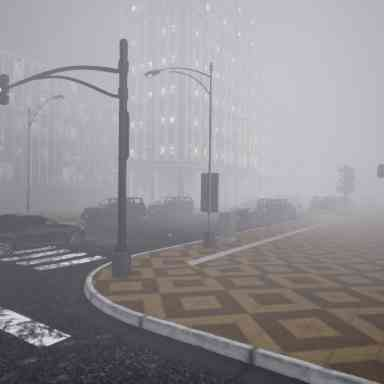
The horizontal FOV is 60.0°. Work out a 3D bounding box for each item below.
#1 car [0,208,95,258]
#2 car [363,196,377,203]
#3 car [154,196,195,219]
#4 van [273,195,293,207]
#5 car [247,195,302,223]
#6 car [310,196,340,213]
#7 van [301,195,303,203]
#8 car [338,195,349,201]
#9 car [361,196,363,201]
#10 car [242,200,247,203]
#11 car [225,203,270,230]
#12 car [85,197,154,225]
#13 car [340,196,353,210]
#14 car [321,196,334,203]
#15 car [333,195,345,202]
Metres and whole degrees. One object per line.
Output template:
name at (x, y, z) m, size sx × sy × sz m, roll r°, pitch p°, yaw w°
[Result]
car at (-6.406, 1.556, 12.979) m, size 1.812 × 1.442 × 4.674 m, roll 1°, pitch 0°, yaw 35°
car at (39.640, 1.598, 73.428) m, size 1.967 × 1.590 × 4.097 m, roll 1°, pitch 1°, yaw 35°
car at (-1.748, 1.283, 28.934) m, size 2.192 × 1.841 × 5.009 m, roll 1°, pitch 0°, yaw 35°
van at (13.954, 1.345, 50.841) m, size 1.690 × 1.788 × 3.998 m, roll 1°, pitch 0°, yaw 35°
car at (6.804, 1.409, 26.922) m, size 2.192 × 1.841 × 5.009 m, roll 1°, pitch 0°, yaw 35°
car at (15.392, 1.427, 39.160) m, size 2.192 × 1.841 × 5.009 m, roll 1°, pitch 0°, yaw 35°
van at (17.165, 1.352, 55.365) m, size 1.690 × 1.788 × 3.998 m, roll 1°, pitch 0°, yaw 35°
car at (39.633, 1.616, 87.037) m, size 1.947 × 1.339 × 4.313 m, roll 1°, pitch 1°, yaw 35°
car at (44.108, 1.656, 84.157) m, size 2.128 × 1.511 × 4.902 m, roll 1°, pitch 1°, yaw 35°
car at (7.776, 1.431, 42.247) m, size 1.967 × 1.590 × 4.097 m, roll 1°, pitch 0°, yaw 35°
car at (3.306, 1.668, 21.999) m, size 1.802 × 1.307 × 4.206 m, roll 1°, pitch 0°, yaw 35°
car at (-5.412, 1.275, 23.770) m, size 2.192 × 1.841 × 5.009 m, roll 1°, pitch 0°, yaw 35°
car at (20.381, 1.437, 46.282) m, size 2.192 × 1.841 × 5.009 m, roll 1°, pitch 0°, yaw 35°
car at (30.002, 1.617, 73.464) m, size 1.802 × 1.307 × 4.206 m, roll 1°, pitch 1°, yaw 35°
car at (36.325, 1.571, 82.374) m, size 1.752 × 1.417 × 4.829 m, roll 1°, pitch 1°, yaw 35°
